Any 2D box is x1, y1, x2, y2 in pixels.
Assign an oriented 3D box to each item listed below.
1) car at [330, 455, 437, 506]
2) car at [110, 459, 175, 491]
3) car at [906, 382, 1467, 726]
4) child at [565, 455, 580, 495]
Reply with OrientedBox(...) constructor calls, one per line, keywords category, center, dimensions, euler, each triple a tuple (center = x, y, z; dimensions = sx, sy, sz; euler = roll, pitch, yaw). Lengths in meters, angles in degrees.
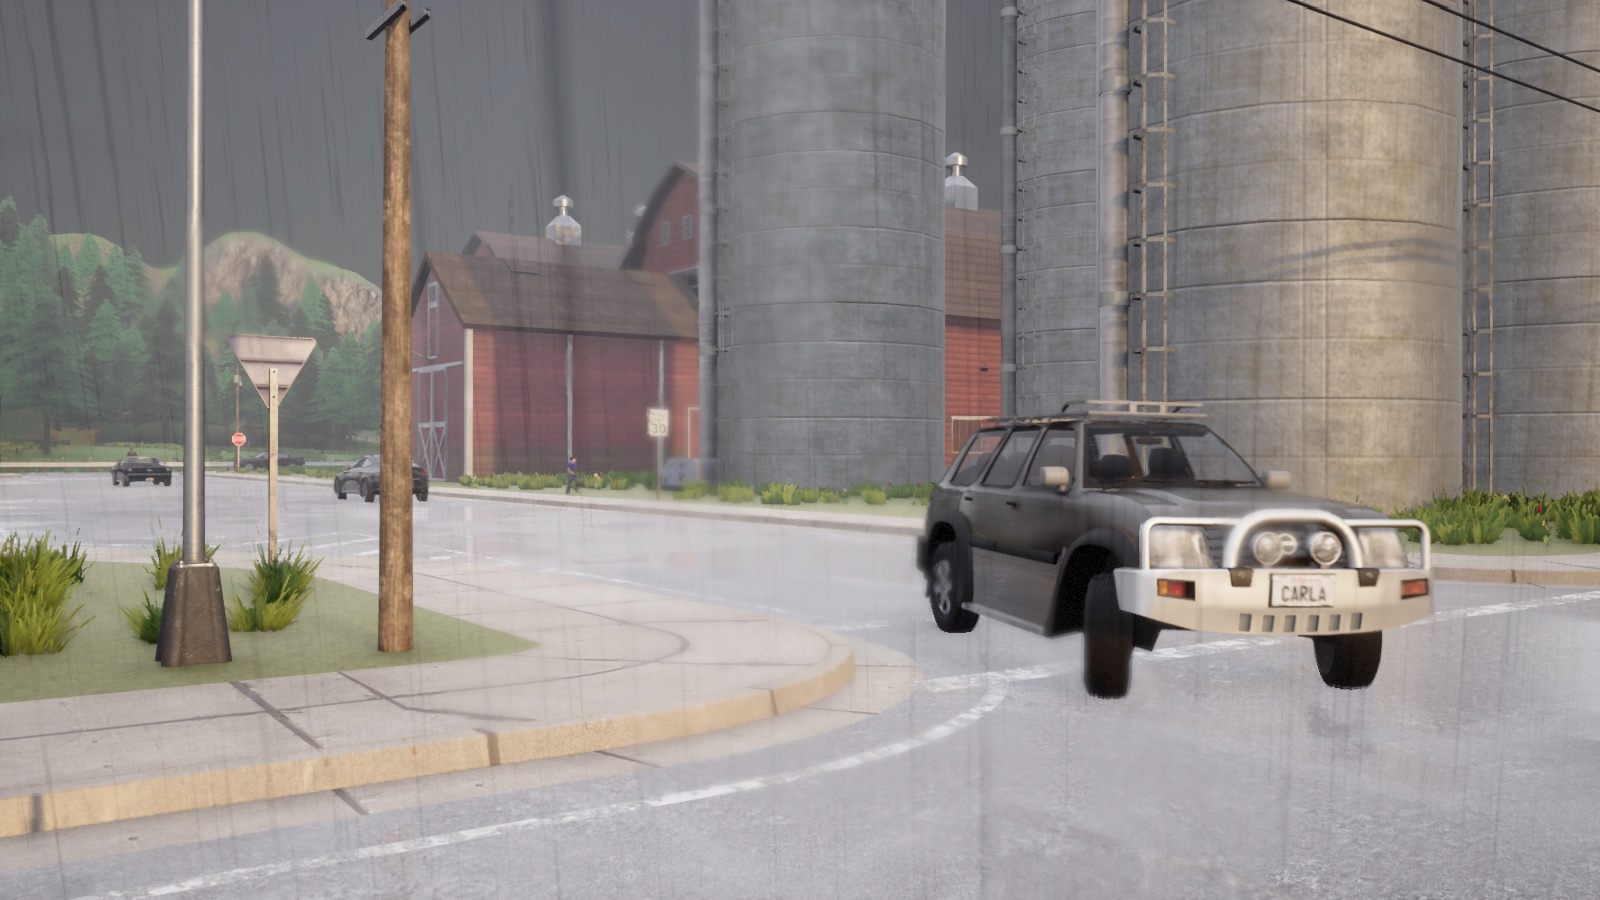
OrientedBox(category="car", center=(-12.868, 0.892, 38.630), dimensions=(1.812, 1.442, 4.674), euler=(0, 0, -36))
OrientedBox(category="car", center=(-28.629, 1.040, 54.615), dimensions=(1.895, 1.301, 4.718), euler=(0, 0, -36))
OrientedBox(category="car", center=(2.378, 0.579, 9.209), dimensions=(1.932, 1.855, 4.605), euler=(1, 0, -12))
OrientedBox(category="child", center=(-7.284, 0.789, 40.210), dimensions=(0.437, 1.263, 0.270), euler=(0, 0, 43))
